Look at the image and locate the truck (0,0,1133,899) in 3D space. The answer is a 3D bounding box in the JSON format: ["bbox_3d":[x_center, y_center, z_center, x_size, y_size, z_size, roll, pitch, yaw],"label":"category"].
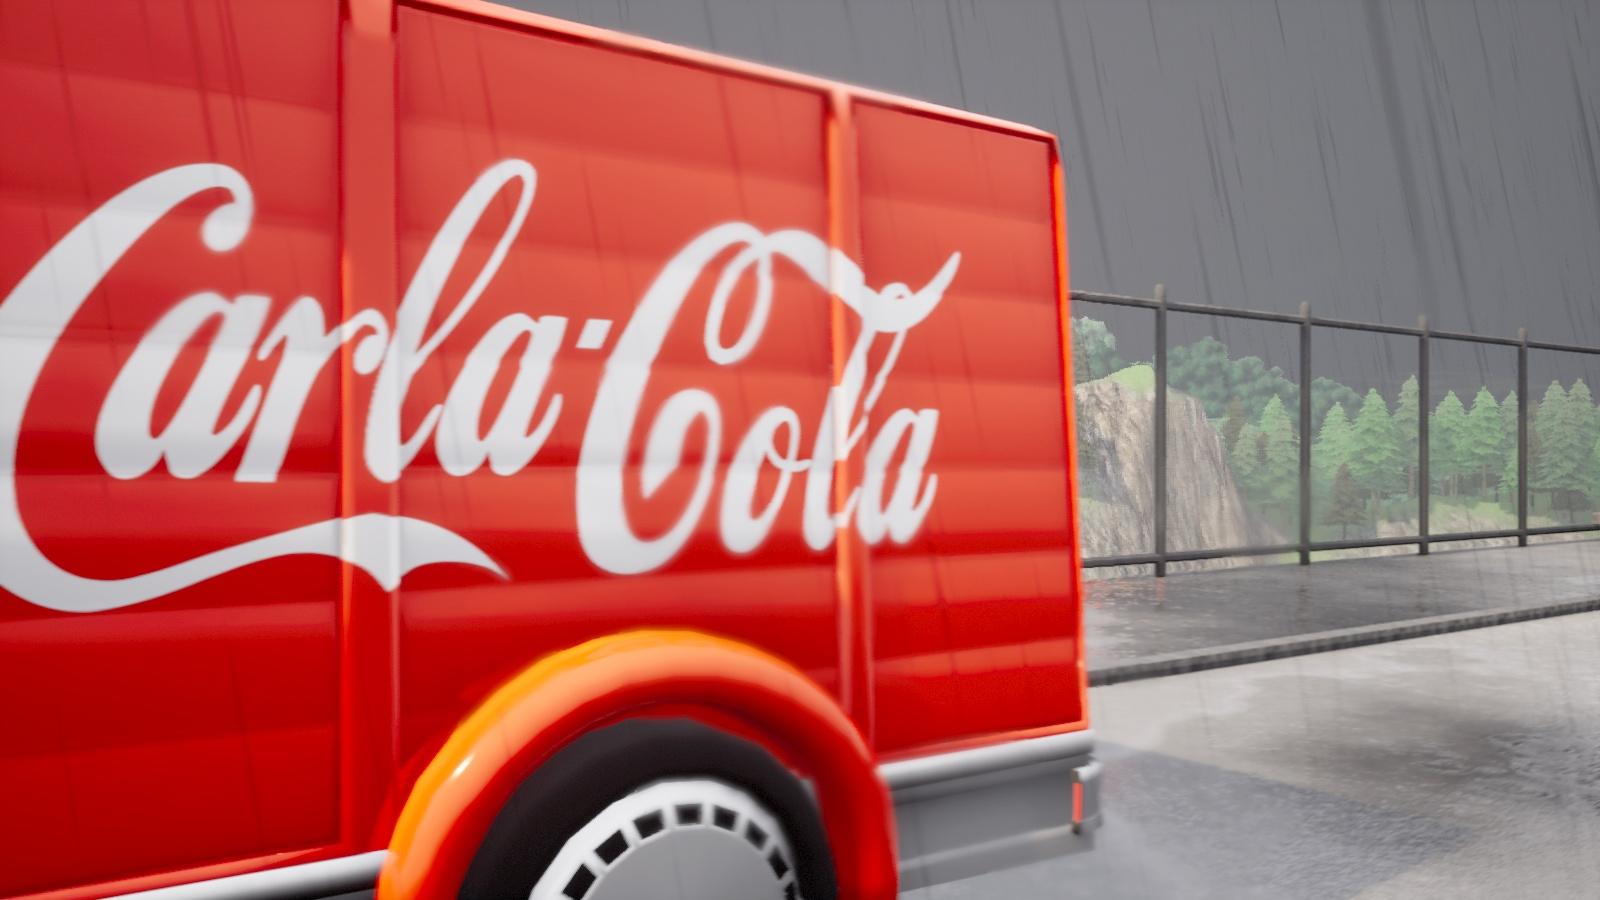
[{"bbox_3d":[-2.021,0.269,2.863,5.204,2.467,2.627,0,0,-35],"label":"truck"}]
